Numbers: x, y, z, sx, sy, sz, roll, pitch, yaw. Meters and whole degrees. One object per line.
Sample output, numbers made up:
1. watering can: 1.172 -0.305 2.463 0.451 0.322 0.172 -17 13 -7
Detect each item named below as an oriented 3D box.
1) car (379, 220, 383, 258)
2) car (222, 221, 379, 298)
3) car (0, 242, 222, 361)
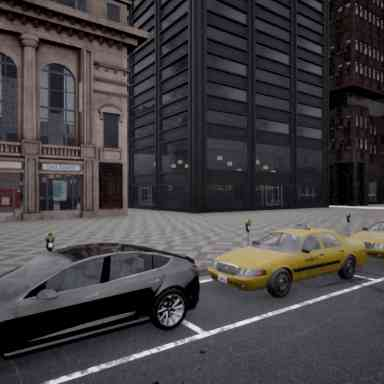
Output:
1. car: 7.212 1.526 11.759 4.829 1.417 1.752 0 0 -35
2. car: 2.612 1.526 8.495 4.829 1.417 1.752 0 0 -35
3. car: -1.849 1.566 5.329 4.313 1.339 1.947 0 0 -35
